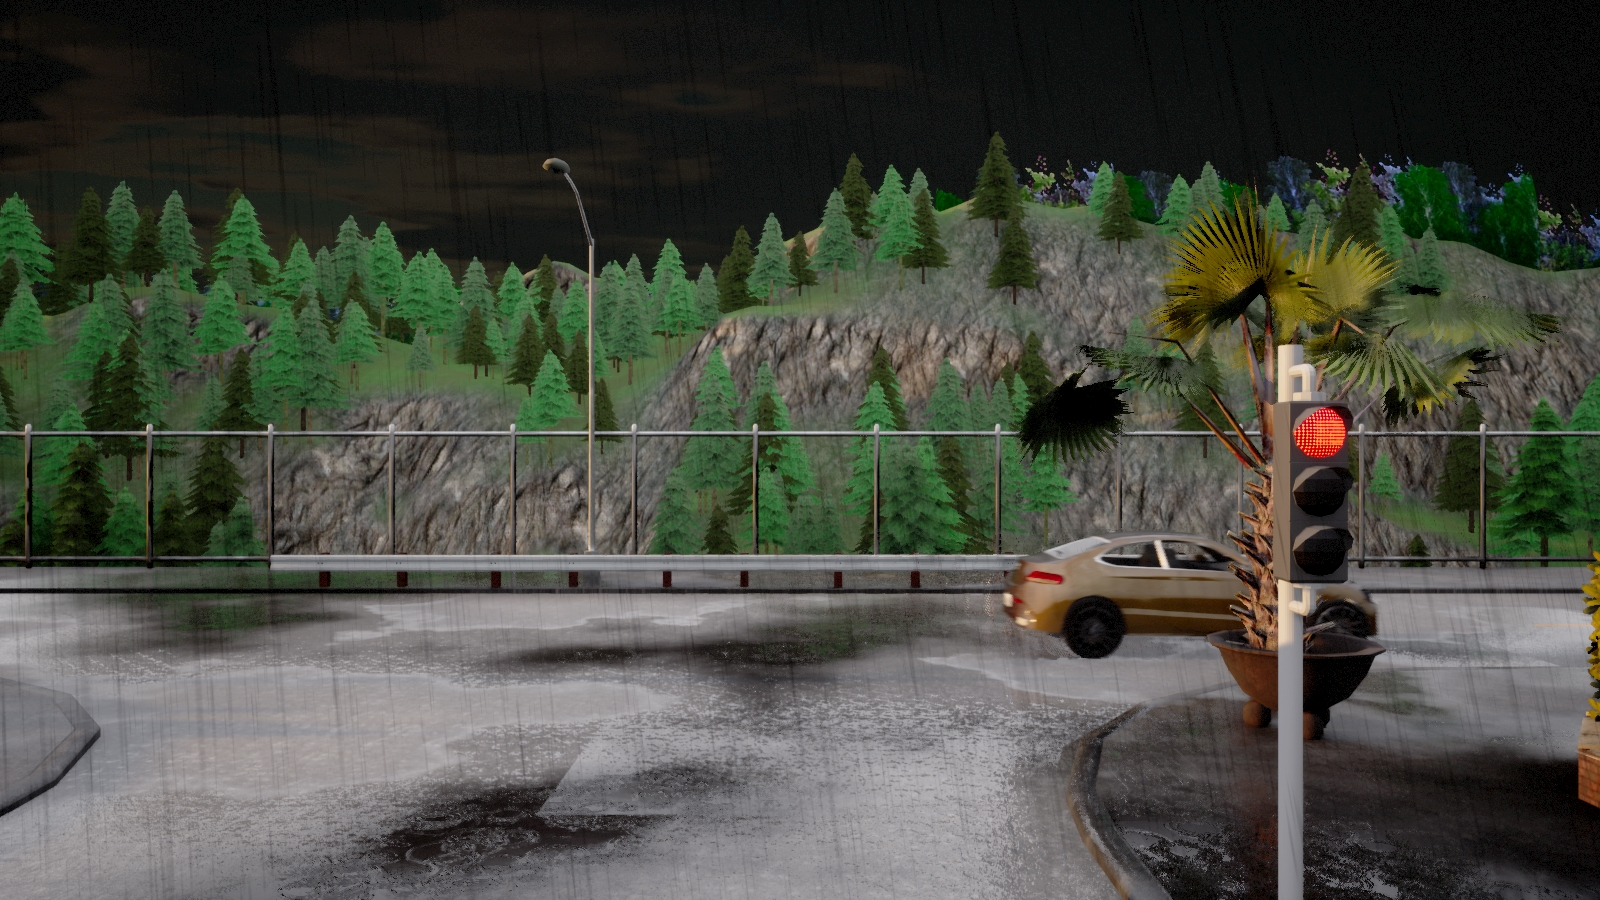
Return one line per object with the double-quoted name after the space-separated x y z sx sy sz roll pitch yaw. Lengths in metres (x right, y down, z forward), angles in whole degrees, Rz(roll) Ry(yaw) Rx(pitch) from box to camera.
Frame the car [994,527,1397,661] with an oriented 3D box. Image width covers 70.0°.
5.462 1.992 16.328 5.027 1.651 2.152 0 0 0 "car"
